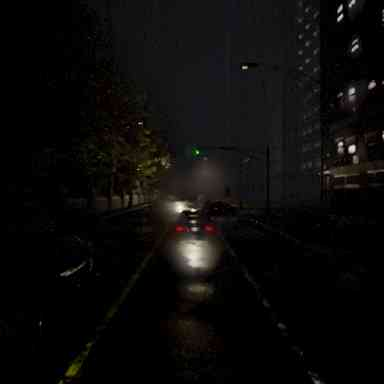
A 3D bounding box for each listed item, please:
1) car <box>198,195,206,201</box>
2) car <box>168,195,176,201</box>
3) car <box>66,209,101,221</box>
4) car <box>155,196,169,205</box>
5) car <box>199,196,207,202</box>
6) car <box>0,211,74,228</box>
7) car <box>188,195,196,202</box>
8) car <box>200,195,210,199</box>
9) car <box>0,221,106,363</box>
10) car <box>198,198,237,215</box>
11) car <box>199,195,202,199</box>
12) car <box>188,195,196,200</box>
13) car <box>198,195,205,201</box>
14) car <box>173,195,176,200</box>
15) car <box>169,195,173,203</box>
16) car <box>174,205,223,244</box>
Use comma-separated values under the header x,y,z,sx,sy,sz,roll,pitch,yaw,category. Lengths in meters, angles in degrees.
x,y,z,sx,sy,sz,roll,pitch,yaw,category
2.695,1.553,88.235,1.967,1.590,4.097,0,0,0,car
-5.685,1.566,93.867,1.967,1.590,4.097,0,0,0,car
-5.817,1.555,16.522,1.887,1.381,4.507,0,0,0,car
-5.687,1.643,60.073,1.802,1.307,4.206,0,0,0,car
2.695,1.646,82.604,1.887,1.381,4.507,0,0,0,car
-5.765,1.557,10.982,2.008,1.369,4.403,0,0,0,car
0.003,1.567,81.310,1.882,1.535,5.008,0,0,0,car
2.693,1.618,54.440,1.947,1.339,4.313,0,0,0,car
-3.098,1.550,6.300,2.033,1.411,5.357,0,0,0,car
2.577,1.576,31.255,1.994,1.385,4.181,-2,0,34,car
2.694,1.627,60.073,1.947,1.339,4.313,0,0,0,car
0.003,1.535,91.727,2.033,1.411,5.357,0,0,0,car
2.696,1.566,93.867,1.967,1.590,4.097,0,0,0,car
-5.685,1.626,82.434,1.752,1.417,4.829,0,0,0,car
-5.686,1.519,71.339,1.967,1.590,4.097,0,0,0,car
0.101,1.557,15.899,2.033,1.411,5.357,0,0,0,car
